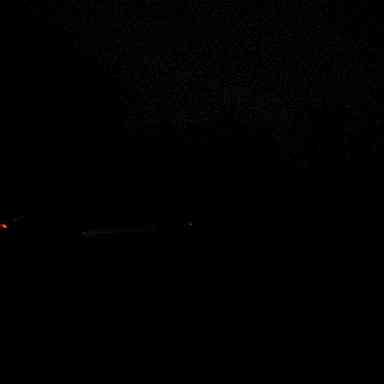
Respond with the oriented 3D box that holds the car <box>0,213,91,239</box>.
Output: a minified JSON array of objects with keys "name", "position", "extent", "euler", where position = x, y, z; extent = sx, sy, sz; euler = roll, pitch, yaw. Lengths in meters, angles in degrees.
[{"name":"car","position":[-8.585,1.893,19.243],"extent":[2.033,1.411,5.357],"euler":[-4,-4,36]}]
